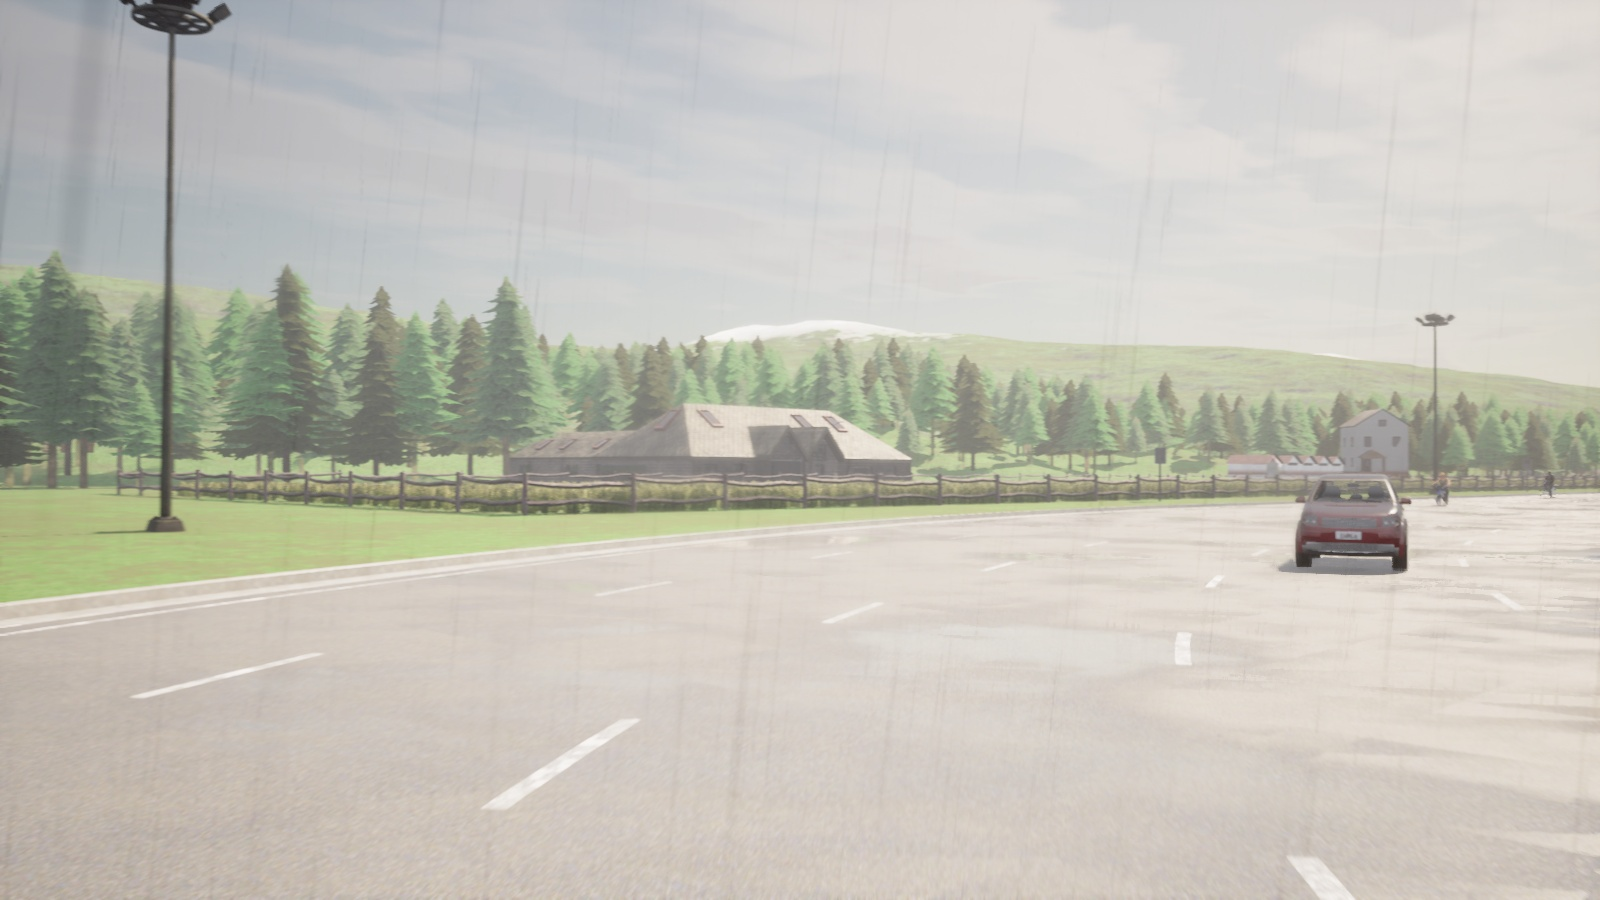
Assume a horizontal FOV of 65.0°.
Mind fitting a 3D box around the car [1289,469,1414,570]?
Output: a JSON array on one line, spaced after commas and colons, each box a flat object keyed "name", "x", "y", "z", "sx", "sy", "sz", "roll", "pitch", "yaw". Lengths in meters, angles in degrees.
[{"name": "car", "x": 9.466, "y": 1.107, "z": 21.409, "sx": 1.789, "sy": 1.549, "sz": 3.705, "roll": -1, "pitch": -1, "yaw": 26}]
